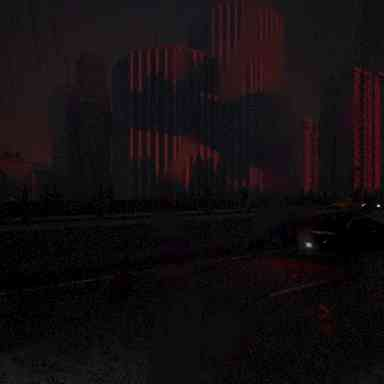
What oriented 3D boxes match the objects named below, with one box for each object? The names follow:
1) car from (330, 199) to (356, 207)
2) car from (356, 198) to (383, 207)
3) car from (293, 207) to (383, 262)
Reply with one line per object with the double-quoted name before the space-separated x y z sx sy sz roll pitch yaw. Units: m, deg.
"car" 17.568 1.493 37.495 5.008 1.535 1.882 0 0 -34
"car" 19.682 1.368 34.699 4.553 1.767 2.097 0 0 -34
"car" 5.759 1.497 12.167 4.902 1.511 2.128 0 0 -35
